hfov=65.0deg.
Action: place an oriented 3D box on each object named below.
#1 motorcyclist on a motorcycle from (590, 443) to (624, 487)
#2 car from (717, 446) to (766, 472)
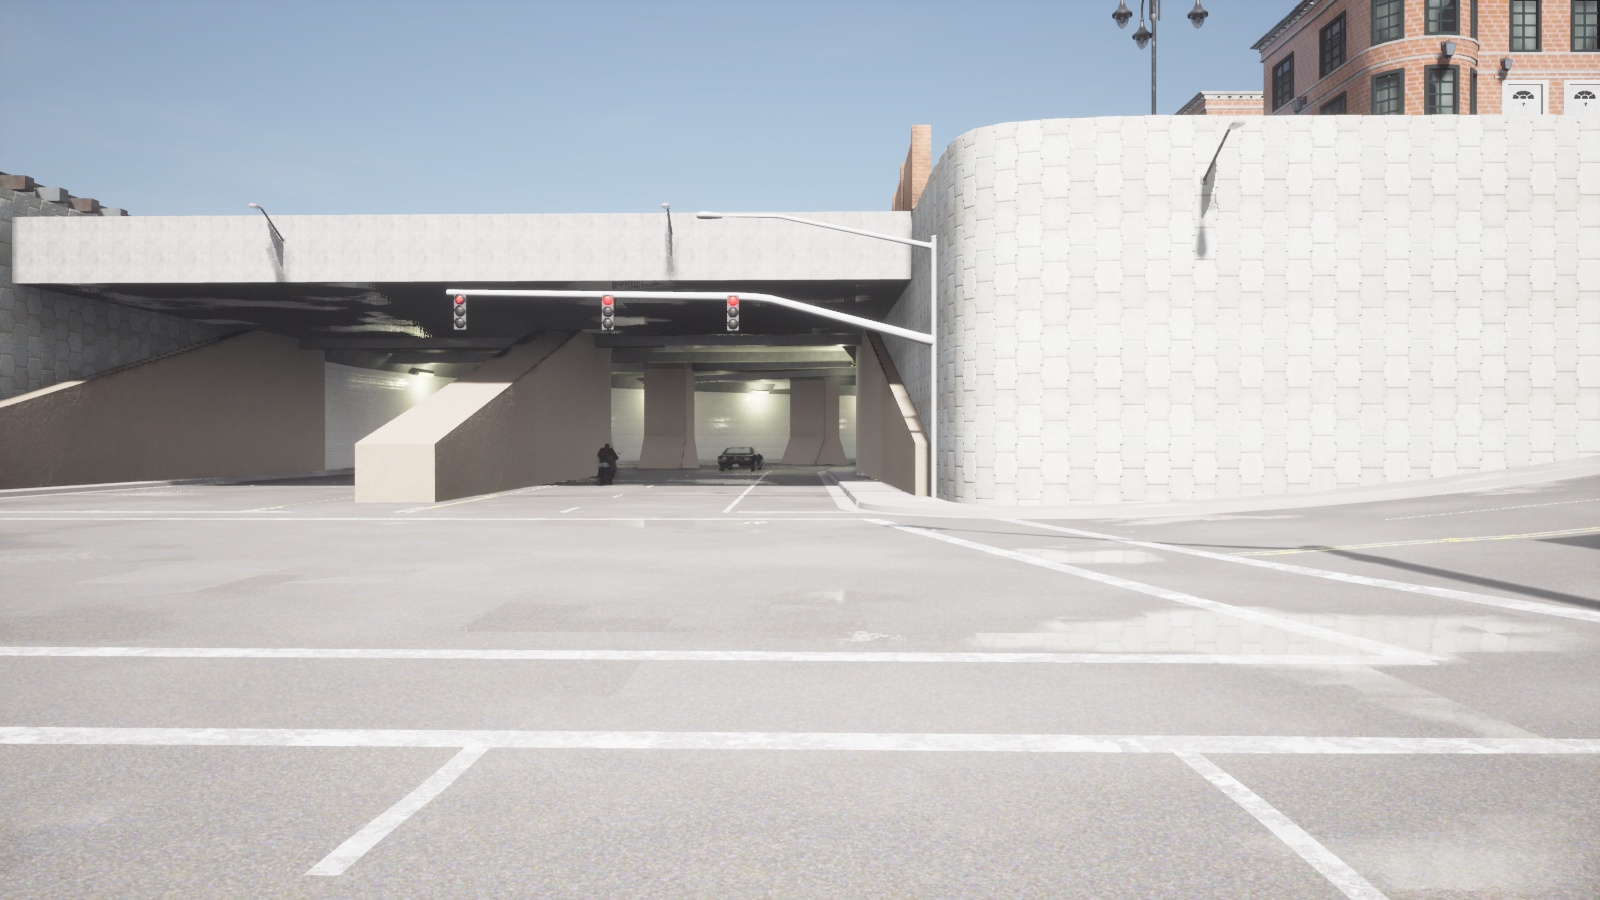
[{"bbox_3d":[-6.876,0.523,44.846,0.866,1.530,2.191,0,0,0],"label":"motorcyclist on a motorcycle"},{"bbox_3d":[-3.050,0.470,66.303,1.895,1.301,4.718,0,0,6],"label":"car"}]
